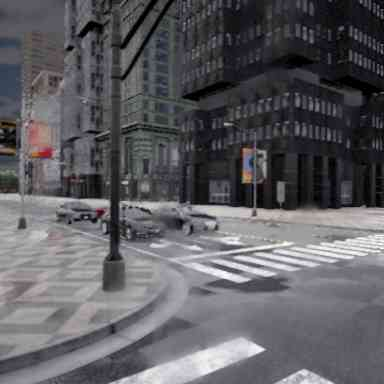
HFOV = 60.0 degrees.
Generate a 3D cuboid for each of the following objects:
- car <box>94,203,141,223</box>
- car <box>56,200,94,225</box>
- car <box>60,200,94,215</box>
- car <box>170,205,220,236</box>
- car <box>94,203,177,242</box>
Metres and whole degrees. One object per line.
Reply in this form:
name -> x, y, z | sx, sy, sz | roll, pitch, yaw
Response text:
car -> -5.969, 1.561, 26.192 | 1.895, 1.301, 4.718 | 0, 0, -36
car -> -8.267, 1.505, 23.835 | 1.994, 1.385, 4.181 | 0, 0, -37
car -> -11.912, 1.513, 34.243 | 1.895, 1.301, 4.718 | 0, 0, -36
car -> -0.457, 1.500, 18.742 | 2.128, 1.511, 4.902 | 0, 0, -37
car -> -2.994, 1.492, 16.706 | 1.837, 1.490, 4.892 | 0, 0, -36
